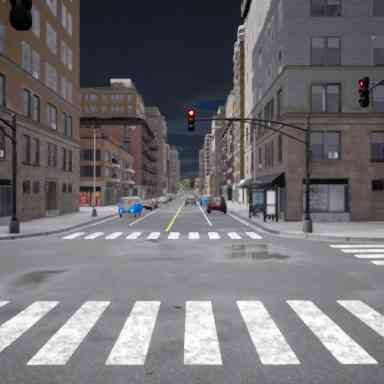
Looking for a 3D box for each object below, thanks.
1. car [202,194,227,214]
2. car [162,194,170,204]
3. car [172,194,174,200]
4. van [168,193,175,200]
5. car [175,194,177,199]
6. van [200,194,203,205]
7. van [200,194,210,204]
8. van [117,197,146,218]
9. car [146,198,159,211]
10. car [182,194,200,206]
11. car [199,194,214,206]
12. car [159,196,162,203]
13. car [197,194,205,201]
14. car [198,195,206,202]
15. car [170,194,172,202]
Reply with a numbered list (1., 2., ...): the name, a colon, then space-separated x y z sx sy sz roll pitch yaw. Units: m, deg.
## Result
1. car: 2.555 1.308 35.406 2.192 1.841 5.009 0 0 0
2. car: -5.665 1.511 62.231 1.752 1.417 4.829 0 0 0
3. car: -5.710 1.548 73.213 1.947 1.339 4.313 0 0 0
4. van: -5.798 1.317 94.837 1.690 1.788 3.998 0 0 0
5. car: -5.776 1.560 89.431 1.802 1.307 4.206 0 0 0
6. van: 2.470 1.330 51.624 1.690 1.788 3.998 0 0 0
7. van: 2.413 1.327 62.437 1.690 1.788 3.998 0 0 0
8. van: -5.534 1.335 29.963 1.690 1.788 3.998 0 0 0
9. car: -5.578 1.558 40.775 1.947 1.339 4.313 0 0 0
10. car: -0.183 1.479 55.105 2.128 1.511 4.902 0 0 0
11. car: 2.442 1.302 57.031 2.192 1.841 5.009 0 0 0
12. car: -5.600 1.535 46.182 1.887 1.381 4.507 0 0 0
13. car: 2.300 1.419 84.061 1.967 1.590 4.097 0 0 0
14. car: 2.327 1.506 78.825 1.752 1.417 4.829 0 0 0
15. car: -5.688 1.535 67.806 2.008 1.369 4.403 0 0 0
